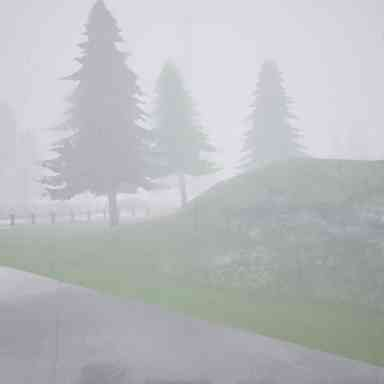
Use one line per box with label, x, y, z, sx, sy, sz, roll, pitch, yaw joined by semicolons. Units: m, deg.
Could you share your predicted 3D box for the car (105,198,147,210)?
car;-7.419;1.392;37.563;4.902;1.511;2.128;0;0;-40
